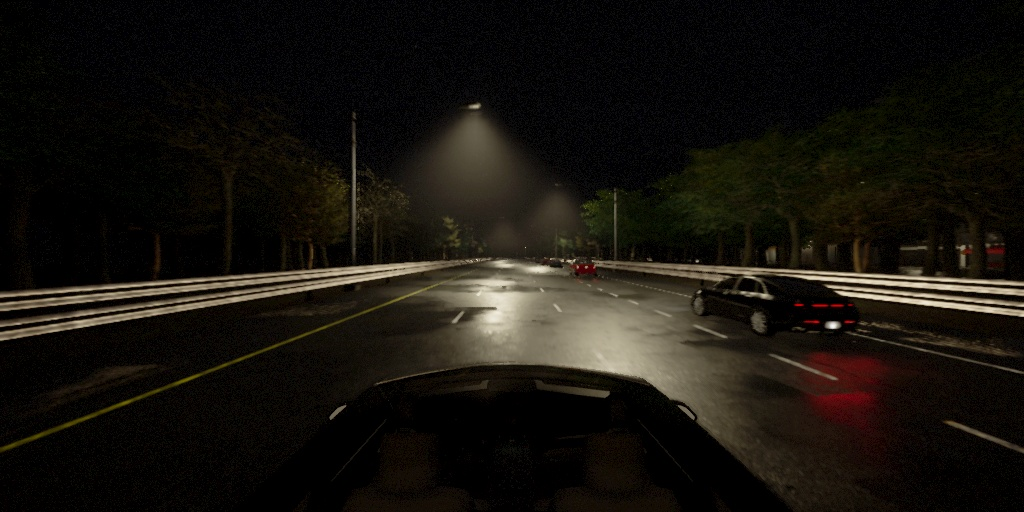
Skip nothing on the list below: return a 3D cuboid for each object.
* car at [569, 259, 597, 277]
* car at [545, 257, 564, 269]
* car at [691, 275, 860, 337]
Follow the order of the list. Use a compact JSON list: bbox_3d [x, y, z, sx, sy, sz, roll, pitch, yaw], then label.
[{"bbox_3d":[7.049,1.117,36.111,2.097,1.767,4.553,0,0,0],"label":"car"},{"bbox_3d":[7.124,1.335,59.145,1.994,1.385,4.181,0,0,0],"label":"car"},{"bbox_3d":[7.000,1.266,10.245,1.837,1.490,4.892,0,0,0],"label":"car"}]
